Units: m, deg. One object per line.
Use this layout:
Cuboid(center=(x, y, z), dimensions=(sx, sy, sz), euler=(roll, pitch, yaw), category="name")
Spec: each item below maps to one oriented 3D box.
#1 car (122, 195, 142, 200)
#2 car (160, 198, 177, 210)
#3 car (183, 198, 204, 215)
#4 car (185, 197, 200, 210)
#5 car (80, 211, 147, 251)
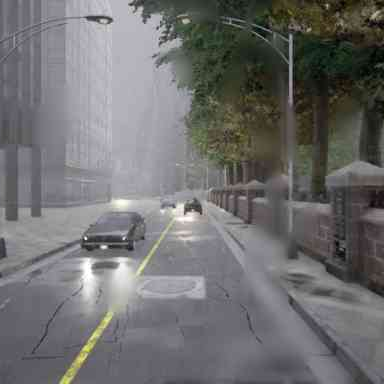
Cuboid(center=(-14.907, 1.369, 82.990), dimensions=(4.829, 1.417, 1.752), euler=(1, -1, 0), category="car")
Cuboid(center=(-3.086, 1.527, 44.115), dimensions=(1.812, 1.442, 4.674), euler=(0, 0, 0), category="car")
Cuboid(center=(0.106, 1.512, 34.562), dimensions=(1.837, 1.490, 4.892), euler=(0, 0, 0), category="car")
Cuboid(center=(0.103, 1.479, 44.939), dimensions=(1.882, 1.535, 5.008), euler=(0, 0, 0), category="car")
Cuboid(center=(-3.098, 1.550, 14.359), dimensions=(2.033, 1.411, 5.357), euler=(0, 0, 0), category="car")
